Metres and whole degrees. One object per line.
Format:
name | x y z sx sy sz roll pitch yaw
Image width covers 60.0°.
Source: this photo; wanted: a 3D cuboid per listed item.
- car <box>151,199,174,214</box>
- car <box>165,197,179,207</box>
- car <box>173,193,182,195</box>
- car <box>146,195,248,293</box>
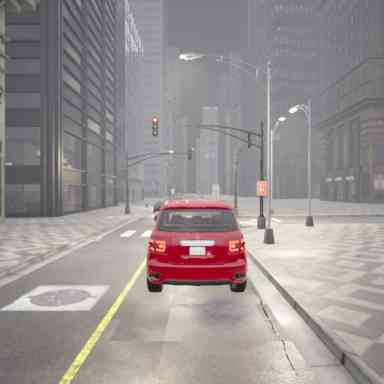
car | -3.108 1.547 36.300 2.033 1.411 5.357 0 0 0
car | -3.101 1.568 52.499 1.994 1.385 4.181 0 0 0
car | -3.019 1.232 69.215 2.150 2.045 5.566 0 0 0
car | 0.099 1.221 9.031 2.150 2.045 5.566 0 0 0
